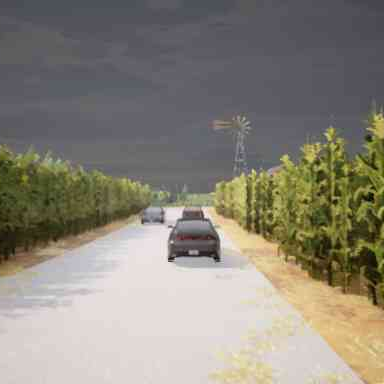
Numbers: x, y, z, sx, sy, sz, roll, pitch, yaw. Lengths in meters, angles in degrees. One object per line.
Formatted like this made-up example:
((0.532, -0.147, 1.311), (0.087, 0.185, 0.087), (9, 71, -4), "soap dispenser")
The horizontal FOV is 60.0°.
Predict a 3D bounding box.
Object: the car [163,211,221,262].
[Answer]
((0.075, 1.730, 13.095), (1.837, 1.490, 4.892), (0, -1, 0), "car")

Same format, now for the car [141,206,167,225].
((-3.168, 1.967, 28.255), (1.812, 1.442, 4.674), (0, 0, 0), "car")

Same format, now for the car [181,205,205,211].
((0.084, 1.928, 29.534), (1.882, 1.535, 5.008), (0, 0, 0), "car")
